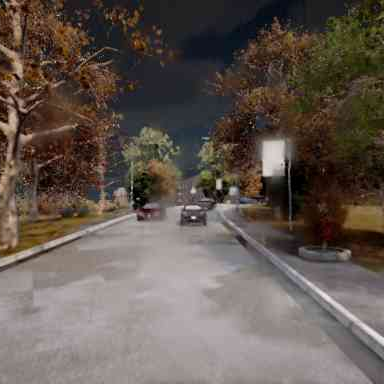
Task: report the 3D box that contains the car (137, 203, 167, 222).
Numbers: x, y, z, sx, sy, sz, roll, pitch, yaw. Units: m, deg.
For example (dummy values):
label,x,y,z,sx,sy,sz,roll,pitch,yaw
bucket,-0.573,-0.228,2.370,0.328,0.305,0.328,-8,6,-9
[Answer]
label,x,y,z,sx,sy,sz,roll,pitch,yaw
car,-3.168,1.602,26.914,1.994,1.385,4.181,0,0,2

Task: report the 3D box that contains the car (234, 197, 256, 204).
label,x,y,z,sx,sy,sz,roll,pitch,yaw
car,10.595,1.787,65.490,2.033,1.411,5.357,-4,-6,44

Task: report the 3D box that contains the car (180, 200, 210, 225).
label,x,y,z,sx,sy,sz,roll,pitch,yaw
car,0.130,1.558,24.535,1.812,1.442,4.674,0,0,1

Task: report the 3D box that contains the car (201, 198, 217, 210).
label,x,y,z,sx,sy,sz,roll,pitch,yaw
car,2.019,1.505,42.323,2.128,1.511,4.902,-1,0,13
